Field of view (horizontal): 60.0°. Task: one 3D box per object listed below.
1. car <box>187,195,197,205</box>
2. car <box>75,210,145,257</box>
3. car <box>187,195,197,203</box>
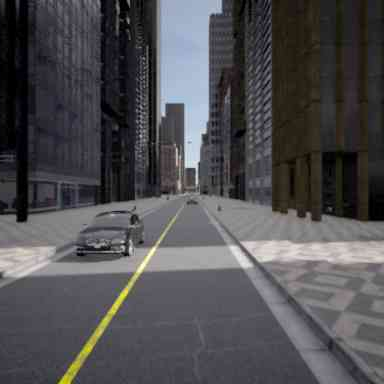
[{"bbox_3d":[0.011,1.645,60.978,1.895,1.301,4.718,0,0,0],"label":"car"},{"bbox_3d":[-3.004,1.520,13.036,1.837,1.490,4.892,0,0,0],"label":"car"},{"bbox_3d":[0.012,1.480,71.057,2.128,1.511,4.902,0,0,0],"label":"car"}]
